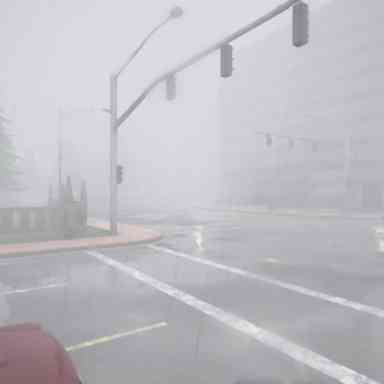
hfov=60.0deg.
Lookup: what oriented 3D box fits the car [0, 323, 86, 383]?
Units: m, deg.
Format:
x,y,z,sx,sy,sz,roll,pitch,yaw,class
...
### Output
x,y,z,sx,sy,sz,roll,pitch,yaw,class
-2.939,1.601,1.682,4.718,1.301,1.895,0,0,-35,car
